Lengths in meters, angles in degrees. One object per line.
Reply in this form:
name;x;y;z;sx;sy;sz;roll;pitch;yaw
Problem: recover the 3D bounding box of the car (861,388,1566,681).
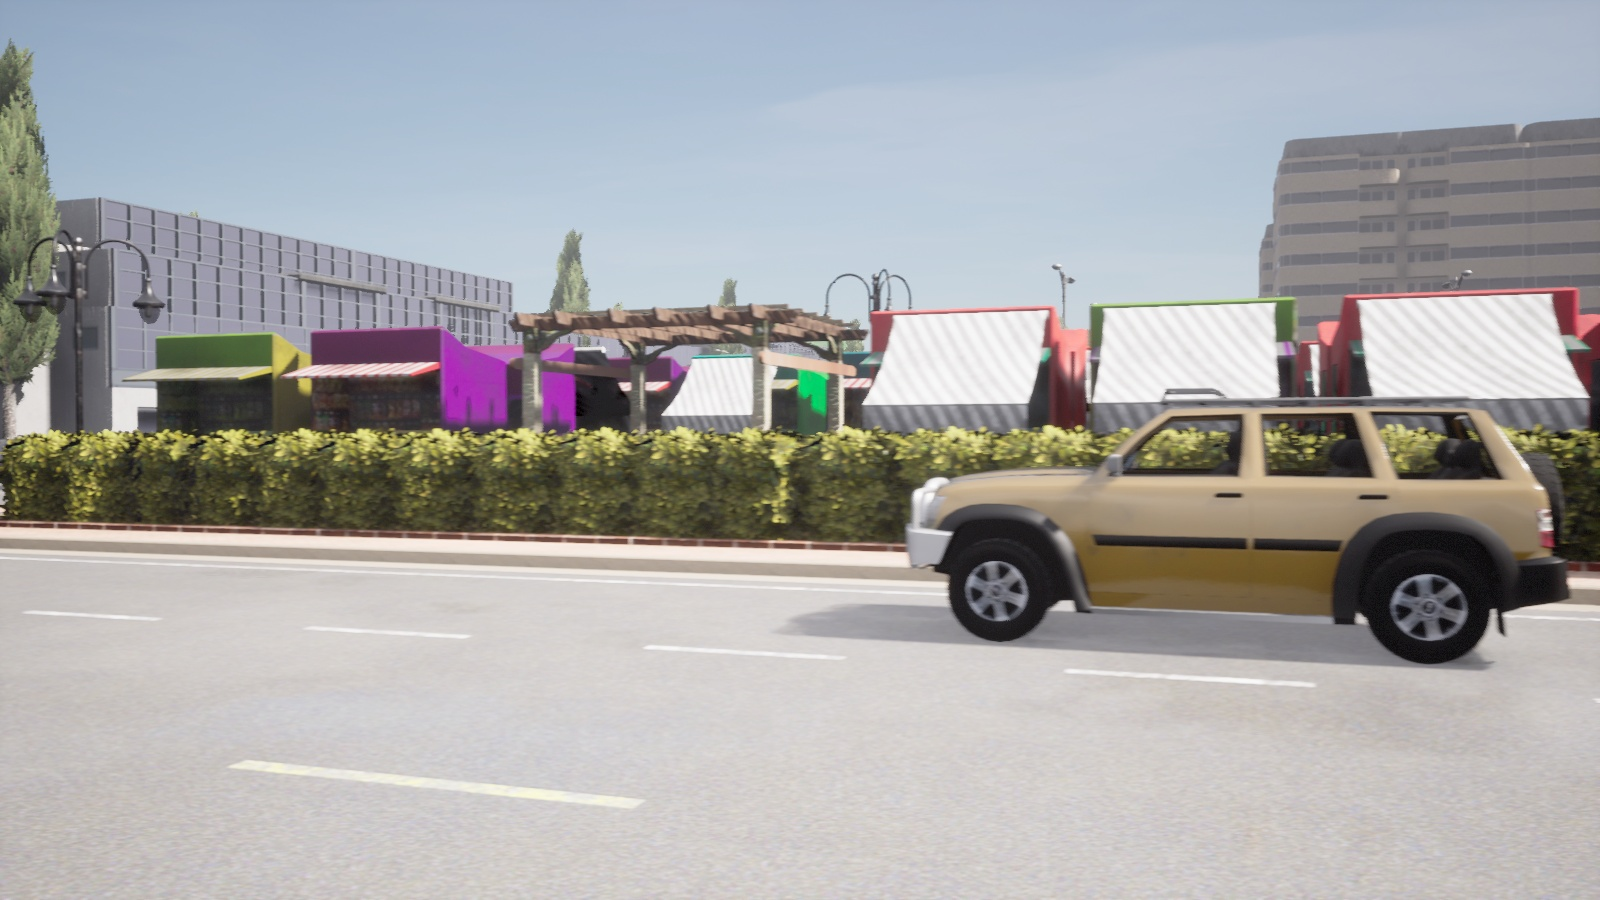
car;2.950;0.501;9.582;4.605;1.855;1.932;1;1;19
